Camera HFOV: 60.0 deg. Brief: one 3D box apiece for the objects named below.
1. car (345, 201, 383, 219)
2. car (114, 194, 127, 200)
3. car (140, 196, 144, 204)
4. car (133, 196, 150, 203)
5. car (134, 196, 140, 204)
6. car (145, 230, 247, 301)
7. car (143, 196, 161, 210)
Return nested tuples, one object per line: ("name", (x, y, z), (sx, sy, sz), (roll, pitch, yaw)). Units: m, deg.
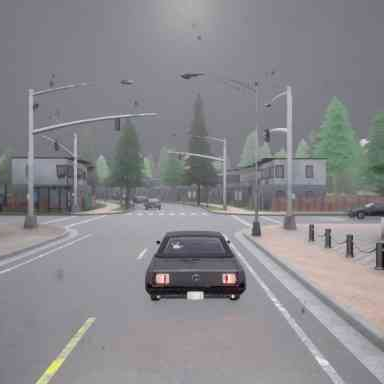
("car", (15.416, 1.510, 28.006), (4.674, 1.442, 1.812), (0, 0, 1))
("car", (-16.935, 1.322, 79.949), (4.674, 1.442, 1.812), (0, 0, 45))
("car", (-6.448, 1.513, 51.979), (2.033, 1.411, 5.357), (0, 0, -14))
("car", (-10.935, 1.505, 71.886), (1.994, 1.385, 4.181), (0, 0, -36))
("car", (-9.661, 1.470, 61.431), (1.837, 1.490, 4.892), (0, 0, -23))
("car", (0.036, 1.601, 8.285), (1.895, 1.301, 4.718), (0, 0, -1))
("car", (-4.929, 1.491, 42.409), (1.812, 1.442, 4.674), (0, 0, -6))
